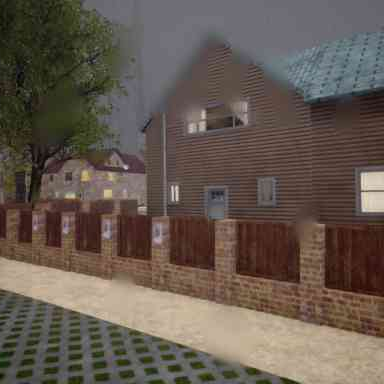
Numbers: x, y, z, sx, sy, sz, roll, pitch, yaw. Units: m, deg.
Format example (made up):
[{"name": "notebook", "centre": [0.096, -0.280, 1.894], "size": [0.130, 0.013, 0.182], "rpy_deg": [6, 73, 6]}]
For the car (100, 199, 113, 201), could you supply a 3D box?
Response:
[{"name": "car", "centre": [-8.088, 1.418, 30.225], "size": [1.837, 1.490, 4.892], "rpy_deg": [-1, -1, 29]}]
